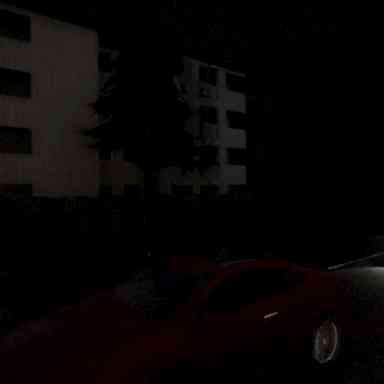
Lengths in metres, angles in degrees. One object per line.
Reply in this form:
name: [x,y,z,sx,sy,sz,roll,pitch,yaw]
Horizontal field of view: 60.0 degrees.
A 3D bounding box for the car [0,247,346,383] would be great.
car: [0.110,1.500,4.099,4.674,1.442,1.812,-1,0,-37]
